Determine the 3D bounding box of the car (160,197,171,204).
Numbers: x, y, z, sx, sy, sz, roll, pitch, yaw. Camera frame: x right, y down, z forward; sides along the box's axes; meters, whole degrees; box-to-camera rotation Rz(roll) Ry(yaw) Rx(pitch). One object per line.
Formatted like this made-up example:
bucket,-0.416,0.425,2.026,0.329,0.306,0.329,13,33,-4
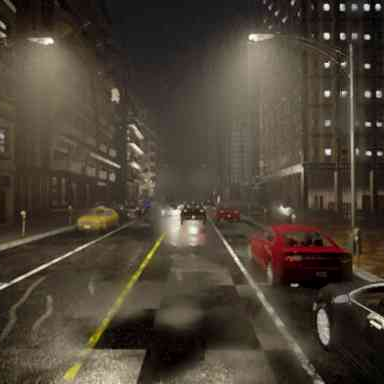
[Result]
car,-5.665,1.755,71.880,1.947,1.339,4.313,1,0,0

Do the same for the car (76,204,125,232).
car,-5.672,1.567,20.434,1.752,1.417,4.829,1,0,0

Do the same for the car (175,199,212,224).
car,0.104,1.543,25.204,2.128,1.511,4.902,0,0,0

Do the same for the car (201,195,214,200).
car,2.682,1.571,54.671,1.967,1.590,4.097,1,0,0

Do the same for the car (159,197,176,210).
car,-3.029,1.628,45.042,1.812,1.442,4.674,0,0,1

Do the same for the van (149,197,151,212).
van,-5.666,1.425,37.697,1.690,1.788,3.998,1,0,0

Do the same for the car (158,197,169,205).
car,-5.667,1.750,66.183,1.802,1.307,4.206,1,0,0

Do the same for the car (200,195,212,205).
car,2.685,1.483,66.069,2.192,1.841,5.009,1,0,0

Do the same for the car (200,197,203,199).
car,0.107,1.696,42.067,1.895,1.301,4.718,0,0,0

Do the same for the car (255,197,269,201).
car,17.936,1.824,83.430,4.403,1.369,2.008,0,-2,0

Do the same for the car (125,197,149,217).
car,-5.669,1.510,31.999,1.967,1.590,4.097,1,0,0

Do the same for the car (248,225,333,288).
car,2.673,1.562,9.086,1.887,1.381,4.507,1,0,0

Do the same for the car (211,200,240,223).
car,2.676,1.600,26.179,1.887,1.381,4.507,1,0,0

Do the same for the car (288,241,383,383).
car,2.672,1.558,3.388,2.008,1.369,4.403,1,0,0
